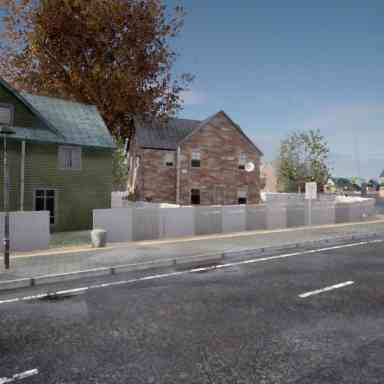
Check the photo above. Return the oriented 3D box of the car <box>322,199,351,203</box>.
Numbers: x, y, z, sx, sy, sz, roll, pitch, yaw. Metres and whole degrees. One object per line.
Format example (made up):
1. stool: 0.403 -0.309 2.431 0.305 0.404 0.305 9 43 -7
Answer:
1. car: 16.255 1.190 36.867 1.837 1.490 4.892 1 1 -20

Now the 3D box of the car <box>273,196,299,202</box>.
1. car: 12.940 1.010 46.193 1.882 1.535 5.008 1 0 -20

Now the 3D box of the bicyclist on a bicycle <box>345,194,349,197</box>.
1. bicyclist on a bicycle: 20.169 1.036 43.373 1.656 1.620 0.582 1 0 -20
